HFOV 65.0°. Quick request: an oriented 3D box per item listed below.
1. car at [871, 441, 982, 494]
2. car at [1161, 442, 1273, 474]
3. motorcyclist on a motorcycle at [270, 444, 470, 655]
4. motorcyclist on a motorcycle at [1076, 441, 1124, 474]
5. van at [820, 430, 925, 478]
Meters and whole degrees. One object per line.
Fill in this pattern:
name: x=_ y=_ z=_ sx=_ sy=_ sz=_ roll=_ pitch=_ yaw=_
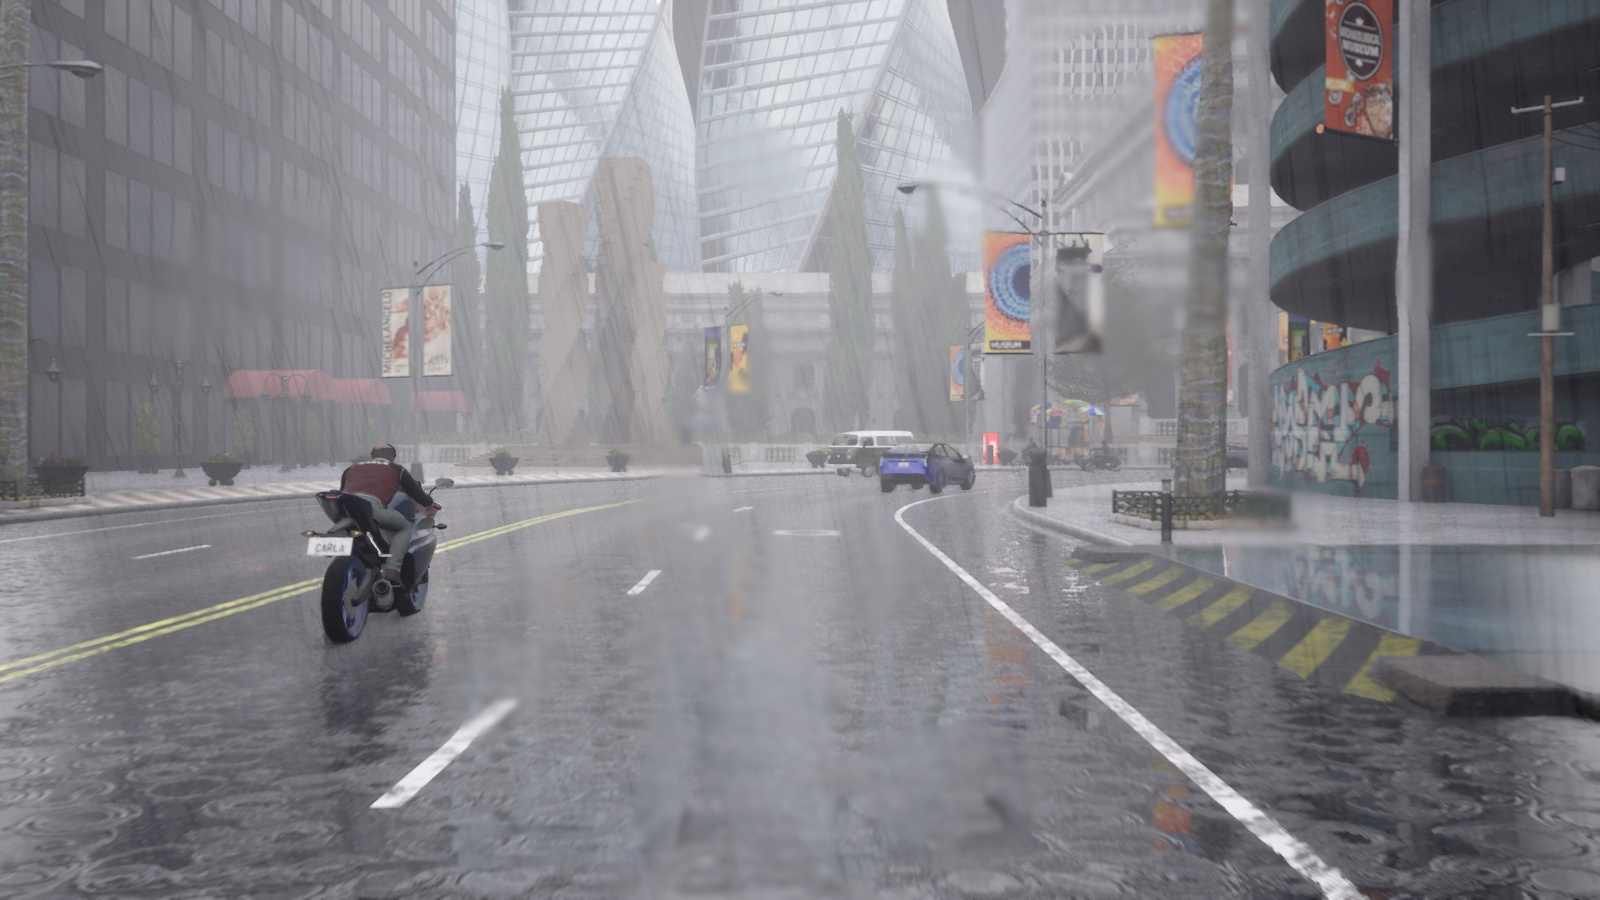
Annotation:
car: x=3.953 y=0.479 z=38.511 sx=2.007 sy=1.525 sz=4.514 roll=0 pitch=0 yaw=25
car: x=20.492 y=0.371 z=61.717 sx=4.902 sy=1.511 sz=2.128 roll=0 pitch=0 yaw=-18
motorcyclist on a motorcycle: x=-3.428 y=0.721 z=10.259 sx=0.866 sy=1.530 sz=2.191 roll=0 pitch=0 yaw=0
motorcyclist on a motorcycle: x=15.114 y=0.352 z=63.277 sx=2.350 sy=1.649 sz=0.766 roll=0 pitch=1 yaw=-25
van: x=3.191 y=0.163 z=54.948 sx=4.480 sy=2.038 sz=2.069 roll=0 pitch=0 yaw=-43
